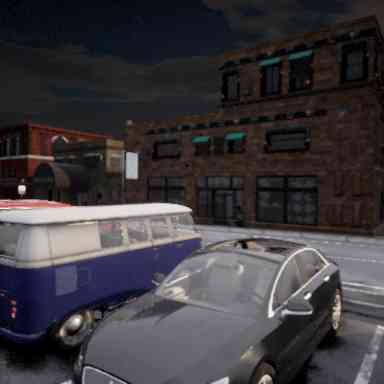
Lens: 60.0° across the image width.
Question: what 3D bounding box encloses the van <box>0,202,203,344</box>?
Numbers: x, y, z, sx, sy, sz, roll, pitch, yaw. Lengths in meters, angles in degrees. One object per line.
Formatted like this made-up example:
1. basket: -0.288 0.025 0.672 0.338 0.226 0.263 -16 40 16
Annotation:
1. van: -1.468 1.244 6.338 1.878 1.987 4.442 0 0 35

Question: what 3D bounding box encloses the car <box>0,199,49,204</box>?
1. car: -3.785 1.211 7.882 2.435 2.045 5.566 0 0 35

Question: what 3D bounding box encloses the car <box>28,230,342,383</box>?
1. car: 0.734 1.477 4.632 2.231 1.521 4.892 0 0 35

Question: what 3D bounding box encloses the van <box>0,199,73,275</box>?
1. van: -5.899 1.230 9.498 1.878 1.987 4.442 0 0 36
